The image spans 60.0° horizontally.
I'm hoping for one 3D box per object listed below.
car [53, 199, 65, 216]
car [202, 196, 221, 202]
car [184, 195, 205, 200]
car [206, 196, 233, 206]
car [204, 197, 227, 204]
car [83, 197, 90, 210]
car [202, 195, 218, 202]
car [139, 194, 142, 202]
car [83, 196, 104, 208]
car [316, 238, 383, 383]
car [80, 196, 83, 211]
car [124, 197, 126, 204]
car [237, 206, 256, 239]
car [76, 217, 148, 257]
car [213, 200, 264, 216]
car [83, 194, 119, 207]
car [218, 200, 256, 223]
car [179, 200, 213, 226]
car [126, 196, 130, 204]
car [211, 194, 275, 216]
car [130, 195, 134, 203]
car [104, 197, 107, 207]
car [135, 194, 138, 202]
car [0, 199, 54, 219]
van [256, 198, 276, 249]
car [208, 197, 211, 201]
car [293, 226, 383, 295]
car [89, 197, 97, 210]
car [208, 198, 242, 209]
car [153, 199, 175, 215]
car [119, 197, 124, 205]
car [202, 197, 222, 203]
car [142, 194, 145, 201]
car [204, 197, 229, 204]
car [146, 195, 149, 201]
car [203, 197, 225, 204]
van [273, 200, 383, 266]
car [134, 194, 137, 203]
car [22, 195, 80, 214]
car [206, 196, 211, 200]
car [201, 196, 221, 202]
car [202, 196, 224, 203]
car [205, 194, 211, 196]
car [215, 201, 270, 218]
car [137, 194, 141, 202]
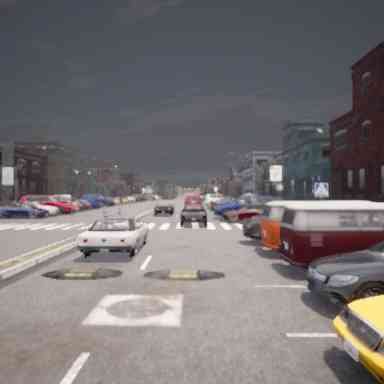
[{"bbox_3d":[-15.498,1.678,32.718,4.674,1.452,2.002,0,0,0],"label":"car"},{"bbox_3d":[4.948,1.858,84.579,4.892,1.521,2.231,0,0,0],"label":"car"},{"bbox_3d":[0.161,1.379,40.997,2.150,2.045,5.566,0,0,0],"label":"car"},{"bbox_3d":[4.879,1.577,59.479,4.553,1.767,2.185,0,0,0],"label":"car"},{"bbox_3d":[4.924,1.791,70.685,4.792,1.488,2.163,0,0,0],"label":"car"},{"bbox_3d":[-15.490,1.693,40.862,4.674,1.452,2.002,0,0,0],"label":"car"},{"bbox_3d":[4.962,1.799,92.910,4.553,1.767,2.185,0,0,0],"label":"car"},{"bbox_3d":[-15.413,1.708,82.355,4.553,1.767,2.185,0,0,0],"label":"car"},{"bbox_3d":[-15.485,1.662,46.507,5.008,1.535,2.097,0,0,0],"label":"car"},{"bbox_3d":[4.529,1.495,3.865,5.366,1.575,1.946,0,0,0],"label":"car"},{"bbox_3d":[-15.462,1.523,38.235,4.553,1.767,2.185,0,0,0],"label":"car"},{"bbox_3d":[-15.513,1.745,63.050,4.792,1.488,2.163,0,0,0],"label":"car"},{"bbox_3d":[4.721,1.546,14.983,4.892,1.521,2.231,0,0,0],"label":"car"},{"bbox_3d":[-2.886,1.652,13.181,1.895,1.301,4.718,0,0,0],"label":"car"},{"bbox_3d":[4.756,1.615,34.440,5.008,1.535,2.097,0,0,0],"label":"car"},{"bbox_3d":[-15.459,1.431,54.780,5.566,2.045,2.435,0,0,0],"label":"car"},{"bbox_3d":[4.712,1.617,26.101,4.792,1.488,2.163,0,0,0],"label":"car"},{"bbox_3d":[0.128,1.590,24.131,2.128,1.511,4.902,0,0,0],"label":"car"},{"bbox_3d":[-15.668,1.725,65.806,5.366,1.575,1.946,0,0,0],"label":"car"},{"bbox_3d":[4.716,1.345,28.882,5.566,2.045,2.435,0,0,0],"label":"car"},{"bbox_3d":[-15.291,1.740,68.569,5.366,1.575,1.946,0,0,0],"label":"car"},{"bbox_3d":[-15.492,1.708,49.265,4.674,1.452,2.002,0,0,0],"label":"car"},{"bbox_3d":[-15.455,1.834,76.803,4.674,1.452,2.002,0,0,0],"label":"car"},{"bbox_3d":[-15.468,1.661,29.960,4.792,1.488,2.163,0,0,0],"label":"car"},{"bbox_3d":[4.841,1.308,12.204,4.442,1.987,1.878,0,0,0],"label":"van"},{"bbox_3d":[4.804,1.670,42.771,4.792,1.488,2.163,0,0,0],"label":"car"},{"bbox_3d":[4.720,1.550,6.645,4.674,1.452,2.002,0,0,0],"label":"car"},{"bbox_3d":[-15.489,1.697,43.750,4.674,1.452,2.002,0,0,0],"label":"car"},{"bbox_3d":[4.770,1.688,48.328,4.792,1.488,2.163,0,0,0],"label":"car"},{"bbox_3d":[-2.862,1.739,35.432,1.895,1.301,4.718,0,0,0],"label":"car"},{"bbox_3d":[-15.670,1.700,60.291,5.366,1.575,1.946,0,0,0],"label":"car"},{"bbox_3d":[4.971,1.865,81.801,4.792,1.488,2.163,0,0,0],"label":"car"},{"bbox_3d":[-15.433,1.856,85.111,5.008,1.535,2.097,0,0,0],"label":"car"},{"bbox_3d":[4.890,1.747,67.905,4.892,1.521,2.231,0,0,0],"label":"car"},{"bbox_3d":[-15.453,1.652,90.627,5.566,2.045,2.435,0,-1,0],"label":"car"},{"bbox_3d":[4.904,1.819,73.464,4.674,1.452,2.002,0,0,0],"label":"car"},{"bbox_3d":[4.838,1.296,9.425,4.442,1.987,1.878,0,0,0],"label":"van"},{"bbox_3d":[-15.435,1.805,74.082,4.792,1.488,2.163,0,0,0],"label":"car"},{"bbox_3d":[-15.466,1.392,35.477,5.566,2.045,2.435,0,0,0],"label":"car"},{"bbox_3d":[4.973,1.646,45.548,5.366,1.575,1.946,0,0,0],"label":"car"},{"bbox_3d":[4.971,1.878,87.359,5.008,1.535,2.097,0,0,0],"label":"car"},{"bbox_3d":[4.924,1.815,78.897,5.008,1.535,2.097,0,0,0],"label":"car"},{"bbox_3d":[4.863,1.438,56.667,5.566,2.045,2.435,0,0,0],"label":"car"},{"bbox_3d":[4.741,1.607,31.660,4.892,1.521,2.231,0,0,0],"label":"car"},{"bbox_3d":[-15.480,1.842,79.597,4.792,1.488,2.163,0,0,0],"label":"car"}]
